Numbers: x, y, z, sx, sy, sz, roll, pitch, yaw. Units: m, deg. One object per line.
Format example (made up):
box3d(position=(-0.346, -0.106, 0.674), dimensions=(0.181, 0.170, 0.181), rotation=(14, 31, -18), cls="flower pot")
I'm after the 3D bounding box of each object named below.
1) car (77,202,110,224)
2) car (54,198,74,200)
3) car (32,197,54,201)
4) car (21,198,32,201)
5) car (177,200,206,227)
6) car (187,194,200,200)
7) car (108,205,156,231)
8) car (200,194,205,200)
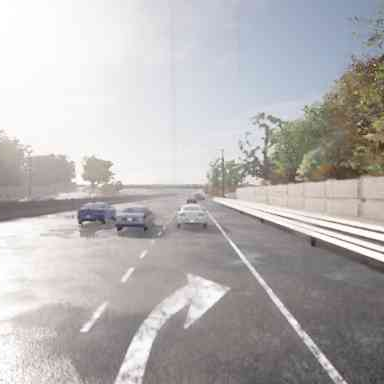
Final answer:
box3d(position=(-6.899, 1.490, 24.598), dimensions=(1.882, 1.535, 5.008), rotation=(0, 0, 0), cls="car")
box3d(position=(-21.030, 1.684, 56.197), dimensions=(1.895, 1.301, 4.718), rotation=(0, 0, 1), cls="car")
box3d(position=(-24.532, 1.584, 56.195), dimensions=(1.837, 1.490, 4.892), rotation=(0, 0, 1), cls="car")
box3d(position=(-28.021, 1.648, 57.443), dimensions=(1.994, 1.385, 4.181), rotation=(0, 0, 0), cls="car")
box3d(position=(-0.004, 1.536, 22.459), dimensions=(1.812, 1.442, 4.674), rotation=(0, 0, 0), cls="car")
box3d(position=(-0.007, 1.572, 59.092), dimensions=(1.882, 1.535, 5.008), rotation=(0, 0, 0), cls="car")
box3d(position=(-3.401, 1.556, 20.655), dimensions=(2.033, 1.411, 5.357), rotation=(0, 0, 0), cls="car")
box3d(position=(2.030, 1.517, 93.042), dimensions=(2.150, 2.045, 5.566), rotation=(0, -1, 14), cls="car")
